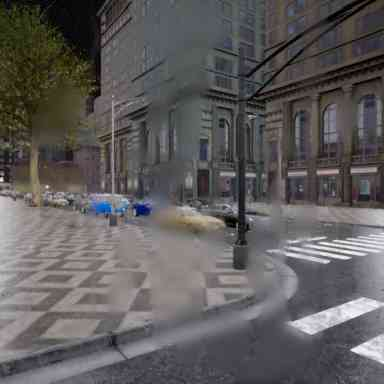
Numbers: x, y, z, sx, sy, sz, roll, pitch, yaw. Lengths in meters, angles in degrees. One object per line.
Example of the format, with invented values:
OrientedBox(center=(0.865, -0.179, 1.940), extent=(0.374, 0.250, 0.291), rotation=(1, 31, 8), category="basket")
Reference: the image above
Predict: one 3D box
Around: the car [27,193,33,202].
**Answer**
OrientedBox(center=(-22.960, 0.910, 50.063), extent=(2.008, 1.369, 4.403), rotation=(1, 0, -35), category="car")

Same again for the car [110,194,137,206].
OrientedBox(center=(-9.521, 1.073, 45.804), extent=(2.008, 1.369, 4.403), rotation=(1, 0, -35), category="car")

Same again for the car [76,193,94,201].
OrientedBox(center=(-19.237, 0.860, 59.572), extent=(1.802, 1.307, 4.206), rotation=(1, 0, -35), category="car")

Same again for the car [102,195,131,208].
OrientedBox(center=(-9.382, 1.105, 40.970), extent=(1.812, 1.442, 4.674), rotation=(0, 1, -35), category="car")

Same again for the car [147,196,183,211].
OrientedBox(center=(-3.043, 1.223, 36.621), extent=(1.887, 1.381, 4.507), rotation=(1, 0, -35), category="car")

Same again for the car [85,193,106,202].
OrientedBox(center=(-15.998, 0.909, 54.983), extent=(2.008, 1.369, 4.403), rotation=(1, 0, -35), category="car")

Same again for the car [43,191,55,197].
OrientedBox(center=(-35.429, 0.470, 82.518), extent=(1.802, 1.307, 4.206), rotation=(1, 0, -35), category="car")

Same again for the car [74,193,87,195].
OrientedBox(center=(-14.845, 1.013, 43.242), extent=(1.837, 1.490, 4.892), rotation=(0, 1, -35), category="car")

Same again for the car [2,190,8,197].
OrientedBox(center=(-42.390, 0.328, 77.601), extent=(1.967, 1.590, 4.097), rotation=(1, 0, -35), category="car")

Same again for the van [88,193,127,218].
OrientedBox(center=(-6.764, 1.090, 27.109), extent=(1.690, 1.788, 3.998), rotation=(1, 0, -35), category="van")

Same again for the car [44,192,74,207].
OrientedBox(center=(-16.385, 1.050, 40.744), extent=(1.752, 1.417, 4.829), rotation=(1, 0, -35), category="car")

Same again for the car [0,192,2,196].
OrientedBox(center=(-45.629, 0.252, 82.191), extent=(1.967, 1.590, 4.097), rotation=(1, 0, -35), category="car")

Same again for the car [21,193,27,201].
OrientedBox(center=(-26.199, 0.829, 54.652), extent=(2.008, 1.369, 4.403), rotation=(1, 0, -35), category="car")

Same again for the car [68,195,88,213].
OrientedBox(center=(-10.005, 1.230, 31.700), extent=(2.008, 1.369, 4.403), rotation=(1, 0, -35), category="car")

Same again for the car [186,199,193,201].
OrientedBox(center=(0.194, 1.315, 32.032), extent=(1.947, 1.339, 4.313), rotation=(1, 0, -35), category="car")

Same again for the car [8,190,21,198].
OrientedBox(center=(-35.912, 0.482, 68.421), extent=(1.967, 1.590, 4.097), rotation=(1, 0, -35), category="car")

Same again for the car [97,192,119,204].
OrientedBox(center=(-12.758, 0.880, 50.393), extent=(1.967, 1.590, 4.097), rotation=(1, 0, -35), category="car")

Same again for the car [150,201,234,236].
OrientedBox(center=(-0.189, 1.398, 17.786), extent=(1.752, 1.417, 4.829), rotation=(1, 0, -35), category="car")

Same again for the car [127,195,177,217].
OrientedBox(center=(-3.067, 1.257, 26.470), extent=(1.882, 1.535, 5.008), rotation=(0, 1, -35), category="car")

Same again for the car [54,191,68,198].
OrientedBox(center=(-28.951, 0.586, 73.339), extent=(1.887, 1.381, 4.507), rotation=(1, 0, -35), category="car")

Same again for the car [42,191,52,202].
OrientedBox(center=(-19.721, 0.991, 45.473), extent=(2.008, 1.369, 4.403), rotation=(1, 0, -35), category="car")

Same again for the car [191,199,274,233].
OrientedBox(center=(2.372, 1.370, 18.772), extent=(2.128, 1.511, 4.902), rotation=(0, 1, -36), category="car")

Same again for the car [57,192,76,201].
OrientedBox(center=(-22.464, 0.744, 59.499), extent=(2.128, 1.511, 4.902), rotation=(0, 1, -35), category="car")
